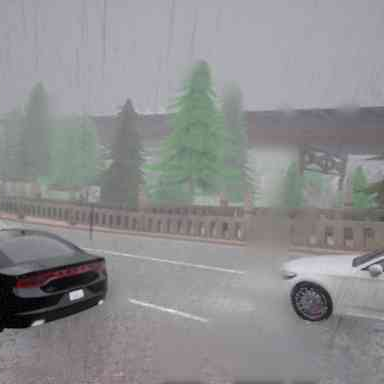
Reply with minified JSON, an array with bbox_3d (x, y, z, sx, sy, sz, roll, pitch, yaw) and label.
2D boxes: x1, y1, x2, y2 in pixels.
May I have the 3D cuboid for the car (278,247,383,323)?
[{"bbox_3d":[3.825,1.526,5.562,4.674,1.442,1.812,0,0,36],"label":"car"}]

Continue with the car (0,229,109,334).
[{"bbox_3d":[-3.855,1.497,6.743,5.008,1.535,1.882,0,0,36],"label":"car"}]
